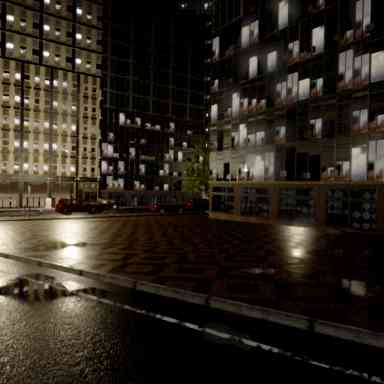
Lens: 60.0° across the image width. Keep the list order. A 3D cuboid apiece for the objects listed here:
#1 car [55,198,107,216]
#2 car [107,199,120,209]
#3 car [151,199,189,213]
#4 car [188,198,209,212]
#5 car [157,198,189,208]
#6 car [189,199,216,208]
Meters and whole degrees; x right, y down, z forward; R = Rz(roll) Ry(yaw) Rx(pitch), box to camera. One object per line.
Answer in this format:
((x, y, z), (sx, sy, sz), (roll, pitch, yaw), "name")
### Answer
((-12.526, 1.646, 36.838), (5.009, 1.841, 2.192), (1, 1, -34), "car")
((-12.284, 1.722, 46.546), (4.403, 1.369, 2.008), (1, 1, -34), "car")
((-3.164, 1.966, 43.229), (4.507, 1.381, 1.887), (1, 1, -34), "car")
((1.525, 1.782, 46.419), (5.009, 1.841, 2.192), (1, 1, -34), "car")
((-3.057, 1.786, 52.837), (4.829, 1.417, 1.752), (1, 1, -34), "car")
((1.767, 1.873, 56.127), (4.313, 1.339, 1.947), (1, 1, -34), "car")
